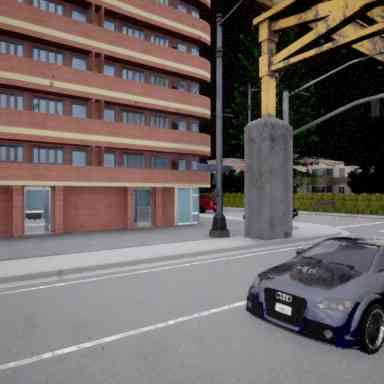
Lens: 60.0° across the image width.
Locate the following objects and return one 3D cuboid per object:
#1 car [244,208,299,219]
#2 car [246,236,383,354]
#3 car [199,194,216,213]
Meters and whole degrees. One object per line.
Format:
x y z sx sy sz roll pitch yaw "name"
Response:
6.762 1.601 28.508 1.895 1.301 4.718 0 0 -35 "car"
2.985 1.564 6.136 4.181 1.385 1.994 0 0 -36 "car"
0.863 1.223 36.824 2.150 2.045 5.566 0 0 -36 "car"
